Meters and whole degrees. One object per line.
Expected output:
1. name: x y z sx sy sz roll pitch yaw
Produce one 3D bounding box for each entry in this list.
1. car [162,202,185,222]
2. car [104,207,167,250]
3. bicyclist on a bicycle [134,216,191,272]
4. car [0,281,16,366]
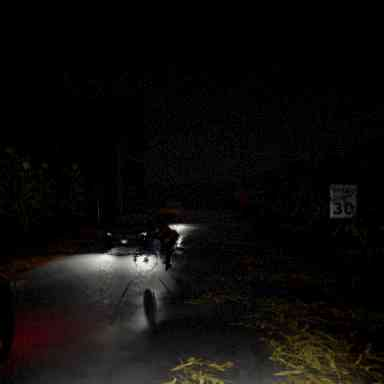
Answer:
1. car: -1.631 1.602 27.685 1.882 1.535 5.008 0 0 3
2. car: -2.443 1.622 14.947 1.812 1.442 4.674 0 0 3
3. bicyclist on a bicycle: -0.873 1.508 9.639 1.656 1.620 0.582 -2 -1 3
4. car: -3.189 1.480 2.005 1.882 1.535 5.008 0 0 3
